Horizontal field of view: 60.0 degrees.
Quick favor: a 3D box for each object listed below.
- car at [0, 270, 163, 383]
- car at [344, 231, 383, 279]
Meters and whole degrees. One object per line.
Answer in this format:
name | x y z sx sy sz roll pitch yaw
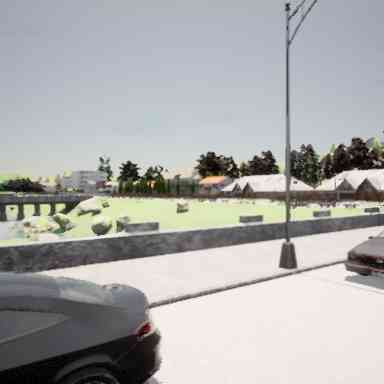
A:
car | -2.474 1.528 2.841 4.674 1.442 1.812 0 0 -36
car | 6.411 1.501 9.171 5.357 1.411 2.033 0 0 -36
